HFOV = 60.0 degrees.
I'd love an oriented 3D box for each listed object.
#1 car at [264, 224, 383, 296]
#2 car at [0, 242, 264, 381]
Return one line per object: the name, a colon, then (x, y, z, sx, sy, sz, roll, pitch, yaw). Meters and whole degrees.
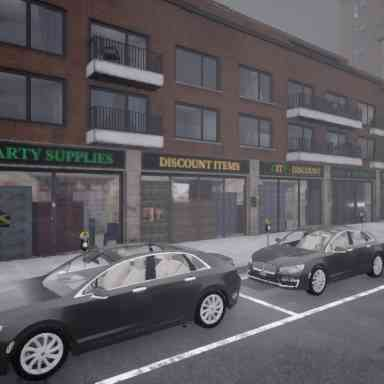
car: (3.335, 1.551, 8.565, 4.403, 1.369, 2.008, 0, 0, -35)
car: (-1.158, 1.551, 5.362, 4.403, 1.369, 2.008, 0, 0, -35)
